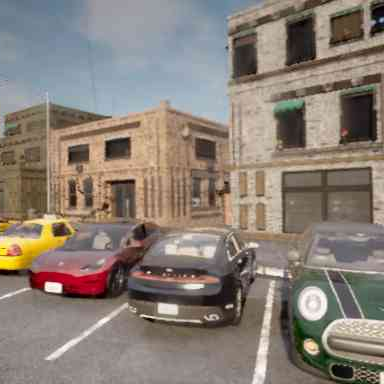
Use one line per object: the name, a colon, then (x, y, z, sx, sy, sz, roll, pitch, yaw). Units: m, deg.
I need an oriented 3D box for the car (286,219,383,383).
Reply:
car: (2.702, 1.361, 5.569, 2.185, 1.767, 4.553, 0, -1, 16)

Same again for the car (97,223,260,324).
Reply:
car: (0.296, 1.495, 7.243, 2.231, 1.521, 4.892, 0, -1, 16)

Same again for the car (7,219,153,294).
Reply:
car: (-2.096, 1.531, 8.929, 2.163, 1.488, 4.792, 0, -1, 16)

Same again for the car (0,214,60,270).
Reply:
car: (-4.417, 1.510, 10.849, 1.946, 1.575, 5.366, 0, -1, 16)
